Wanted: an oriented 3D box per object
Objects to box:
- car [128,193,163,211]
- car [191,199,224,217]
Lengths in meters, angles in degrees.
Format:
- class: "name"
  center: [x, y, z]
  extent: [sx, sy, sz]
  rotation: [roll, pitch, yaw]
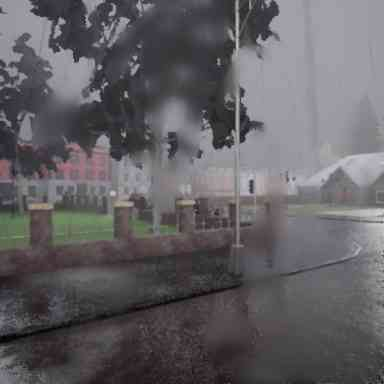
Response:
- class: "car"
  center: [-5.395, 1.139, 37.955]
  extent: [2.150, 2.045, 5.566]
  rotation: [0, 0, -35]
- class: "car"
  center: [0.776, 1.395, 29.241]
  extent: [1.882, 1.535, 5.008]
  rotation: [0, 0, -35]
